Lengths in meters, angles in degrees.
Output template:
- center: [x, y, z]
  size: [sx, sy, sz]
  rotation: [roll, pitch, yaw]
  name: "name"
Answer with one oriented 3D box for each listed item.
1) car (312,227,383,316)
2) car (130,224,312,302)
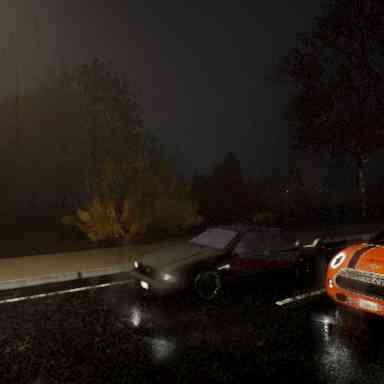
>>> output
- center: [4.882, 1.346, 6.960]
  size: [4.553, 1.767, 2.097]
  rotation: [0, 0, -34]
  name: "car"
- center: [1.216, 1.544, 8.412]
  size: [5.357, 1.411, 2.033]
  rotation: [0, 0, -34]
  name: "car"
